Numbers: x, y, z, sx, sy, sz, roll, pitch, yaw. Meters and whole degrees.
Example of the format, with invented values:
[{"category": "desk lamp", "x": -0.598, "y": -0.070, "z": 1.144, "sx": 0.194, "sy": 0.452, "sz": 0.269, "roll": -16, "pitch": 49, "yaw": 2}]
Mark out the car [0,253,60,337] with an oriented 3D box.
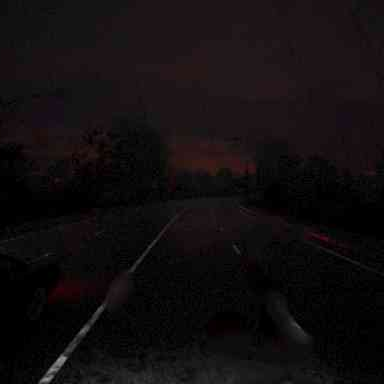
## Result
[{"category": "car", "x": -3.584, "y": 1.612, "z": 4.458, "sx": 1.895, "sy": 1.301, "sz": 4.718, "roll": 0, "pitch": 0, "yaw": 0}]
